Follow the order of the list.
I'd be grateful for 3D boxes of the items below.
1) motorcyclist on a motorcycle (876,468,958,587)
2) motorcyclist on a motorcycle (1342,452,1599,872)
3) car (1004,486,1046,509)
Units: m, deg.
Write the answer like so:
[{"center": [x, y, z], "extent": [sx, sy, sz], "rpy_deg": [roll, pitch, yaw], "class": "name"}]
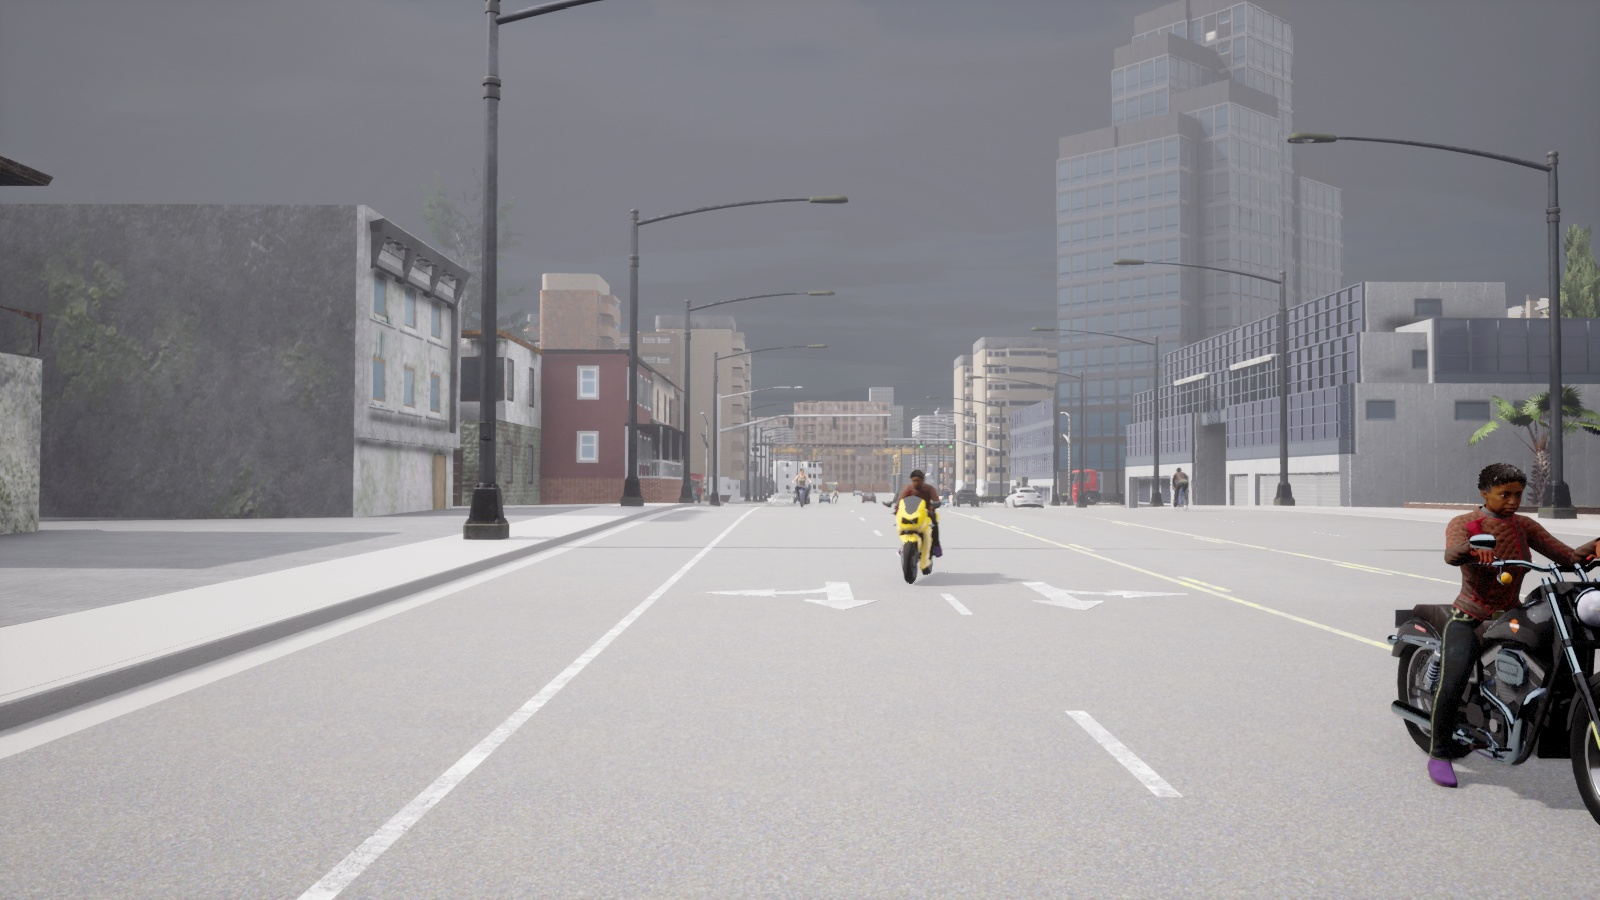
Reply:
[{"center": [1.635, 1.014, 17.275], "extent": [0.797, 1.523, 2.044], "rpy_deg": [0, -1, 14], "class": "motorcyclist on a motorcycle"}, {"center": [3.520, 0.843, 6.085], "extent": [0.766, 1.649, 2.350], "rpy_deg": [0, -1, 0], "class": "motorcyclist on a motorcycle"}, {"center": [14.137, 3.007, 79.185], "extent": [1.812, 1.442, 4.674], "rpy_deg": [0, -3, 0], "class": "car"}]
